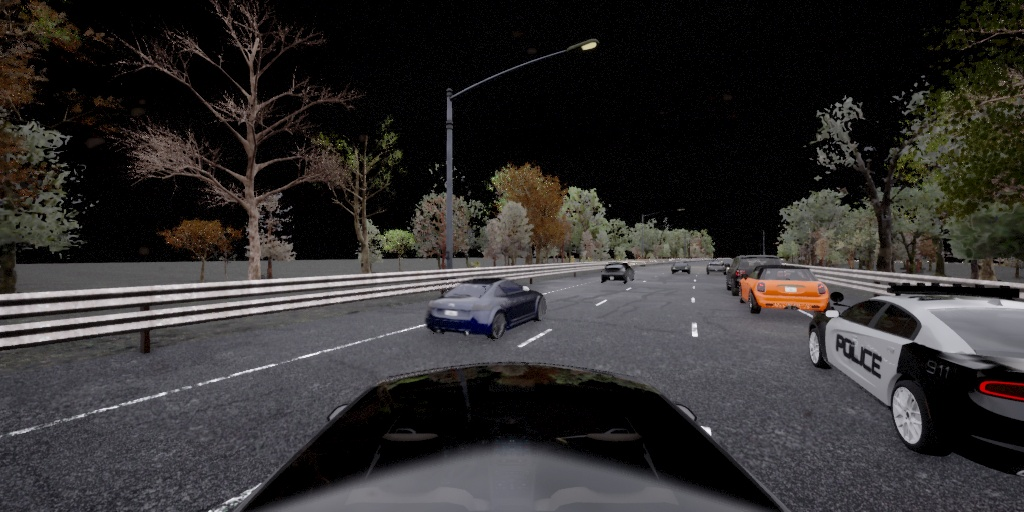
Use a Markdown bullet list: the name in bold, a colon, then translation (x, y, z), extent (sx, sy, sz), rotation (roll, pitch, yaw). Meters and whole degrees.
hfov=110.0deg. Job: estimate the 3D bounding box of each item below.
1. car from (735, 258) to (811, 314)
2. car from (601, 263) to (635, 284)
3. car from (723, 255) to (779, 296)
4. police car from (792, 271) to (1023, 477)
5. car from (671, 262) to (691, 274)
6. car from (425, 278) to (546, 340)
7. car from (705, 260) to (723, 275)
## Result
- **car**: translation (9.918, 1.102, 13.421), extent (2.097, 1.767, 4.553), rotation (0, 0, 27)
- **car**: translation (8.145, 1.263, 27.354), extent (1.837, 1.490, 4.892), rotation (0, 0, 27)
- **car**: translation (12.626, 0.978, 18.758), extent (2.150, 2.045, 5.566), rotation (0, 0, 27)
- **police car**: translation (5.603, 1.175, 4.695), extent (1.930, 1.638, 5.238), rotation (0, 0, 26)
- **car**: translation (19.294, 1.370, 40.810), extent (1.895, 1.301, 4.718), rotation (0, 0, 29)
- **car**: translation (-0.538, 1.313, 10.186), extent (1.994, 1.385, 4.181), rotation (0, 0, 26)
- **car**: translation (22.407, 1.261, 39.332), extent (2.128, 1.511, 4.902), rotation (0, 0, 29)
